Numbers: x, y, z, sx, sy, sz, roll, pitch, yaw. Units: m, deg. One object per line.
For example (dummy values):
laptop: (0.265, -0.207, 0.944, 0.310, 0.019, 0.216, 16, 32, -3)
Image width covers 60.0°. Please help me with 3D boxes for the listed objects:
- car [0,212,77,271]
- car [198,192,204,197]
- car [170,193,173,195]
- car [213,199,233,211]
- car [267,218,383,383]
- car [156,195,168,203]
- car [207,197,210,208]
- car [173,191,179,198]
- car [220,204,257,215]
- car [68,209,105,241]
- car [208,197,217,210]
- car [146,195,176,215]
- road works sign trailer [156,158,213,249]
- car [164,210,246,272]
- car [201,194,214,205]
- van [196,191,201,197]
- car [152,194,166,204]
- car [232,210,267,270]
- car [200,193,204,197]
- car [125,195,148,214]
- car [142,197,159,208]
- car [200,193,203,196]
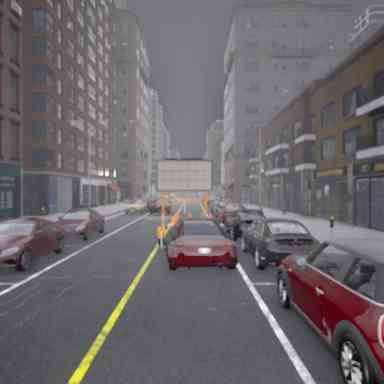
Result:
car: (-5.389, 1.518, 10.580, 1.802, 1.307, 4.206, 0, 0, 0)
car: (2.629, 1.109, 60.252, 1.967, 1.590, 4.097, 0, 0, 0)
car: (-5.396, 1.191, 65.762, 2.008, 1.369, 4.403, 0, 0, 0)
car: (2.634, 1.419, 21.621, 1.887, 1.381, 4.507, 0, 0, 0)
car: (2.637, 1.408, 5.065, 1.967, 1.590, 4.097, 0, 0, 0)
car: (-5.396, 1.196, 60.073, 1.752, 1.417, 4.829, 0, 0, 0)
car: (2.633, 1.398, 32.659, 1.802, 1.307, 4.206, 0, 0, 0)
car: (-5.400, 1.044, 92.843, 2.008, 1.369, 4.403, 0, 0, 0)
car: (2.635, 1.471, 16.102, 1.947, 1.339, 4.313, 0, 0, 0)
car: (-5.390, 1.487, 16.097, 1.802, 1.307, 4.206, 0, 0, 0)
car: (2.634, 1.396, 27.140, 2.008, 1.369, 4.403, 0, 0, 0)
car: (-2.853, 1.301, 31.347, 1.882, 1.535, 5.008, 0, 0, 0)
road works sign trailer: (-0.322, 0.367, 14.167, 2.380, 3.560, 2.880, 0, 1, -6)
car: (0.153, 1.492, 10.712, 1.994, 1.385, 4.181, 0, 0, -5)
car: (2.632, 1.308, 43.697, 2.008, 1.369, 4.403, 0, 0, 0)
van: (2.625, 0.834, 92.851, 1.690, 1.788, 3.998, 0, 0, 0)
car: (-5.395, 1.139, 54.725, 1.967, 1.590, 4.097, 0, 0, 0)
car: (2.636, 1.486, 10.584, 2.008, 1.369, 4.403, 0, 0, 0)
car: (2.631, 1.278, 49.215, 2.008, 1.369, 4.403, 0, 0, 0)
car: (-5.388, 1.342, 32.484, 1.752, 1.417, 4.829, 0, 0, 0)
car: (-5.394, 1.339, 43.688, 1.802, 1.307, 4.206, 0, 0, 0)
car: (2.630, 1.280, 54.734, 1.802, 1.307, 4.206, 0, 0, 0)
